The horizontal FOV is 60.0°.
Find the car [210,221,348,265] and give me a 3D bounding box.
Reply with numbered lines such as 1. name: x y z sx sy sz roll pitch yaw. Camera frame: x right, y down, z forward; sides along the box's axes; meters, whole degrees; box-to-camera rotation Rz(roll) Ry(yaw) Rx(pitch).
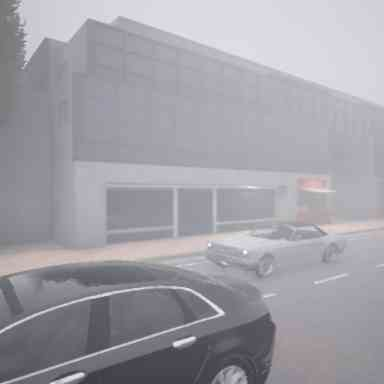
1. car: 2.667 1.593 10.184 4.718 1.301 1.895 0 0 -35

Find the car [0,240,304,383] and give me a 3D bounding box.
1. car: -1.319 1.506 3.026 4.892 1.490 1.837 0 0 -35
